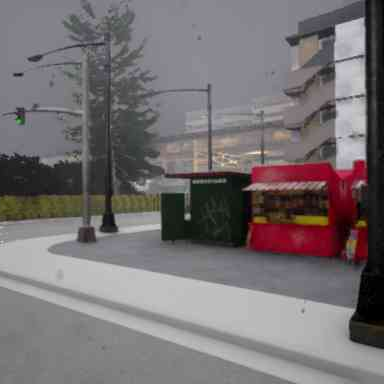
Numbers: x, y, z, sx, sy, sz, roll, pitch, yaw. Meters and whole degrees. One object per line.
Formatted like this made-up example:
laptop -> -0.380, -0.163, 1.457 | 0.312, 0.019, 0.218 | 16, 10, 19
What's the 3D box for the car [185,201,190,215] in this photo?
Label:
car -> -0.390, 1.635, 35.713 | 2.033, 1.411, 5.357 | -1, 0, 36
